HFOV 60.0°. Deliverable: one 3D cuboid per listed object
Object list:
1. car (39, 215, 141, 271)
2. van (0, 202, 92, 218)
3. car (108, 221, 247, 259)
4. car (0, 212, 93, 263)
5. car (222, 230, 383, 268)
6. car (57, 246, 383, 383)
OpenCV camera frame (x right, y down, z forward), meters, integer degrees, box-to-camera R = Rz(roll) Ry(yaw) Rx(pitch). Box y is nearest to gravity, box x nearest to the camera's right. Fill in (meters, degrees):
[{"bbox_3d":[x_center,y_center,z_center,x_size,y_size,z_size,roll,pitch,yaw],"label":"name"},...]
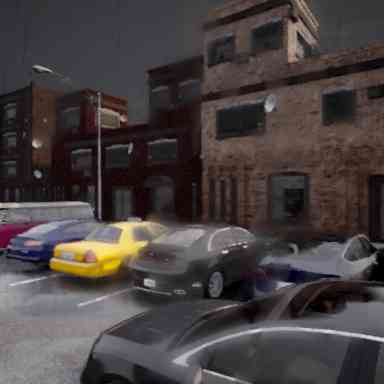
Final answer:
[{"bbox_3d":[-1.573,1.559,10.297,1.946,1.575,5.366,-1,0,35],"label":"car"},{"bbox_3d":[-6.143,1.402,13.179,1.878,1.987,4.442,-1,-1,35],"label":"van"},{"bbox_3d":[0.560,1.530,8.543,2.231,1.521,4.892,-1,0,35],"label":"car"},{"bbox_3d":[-3.929,1.635,11.744,2.002,1.452,4.674,-1,-1,35],"label":"car"},{"bbox_3d":[2.828,1.528,6.972,2.163,1.488,4.792,-1,0,35],"label":"car"},{"bbox_3d":[1.150,1.508,2.558,4.892,1.490,1.837,-1,-1,35],"label":"car"}]
